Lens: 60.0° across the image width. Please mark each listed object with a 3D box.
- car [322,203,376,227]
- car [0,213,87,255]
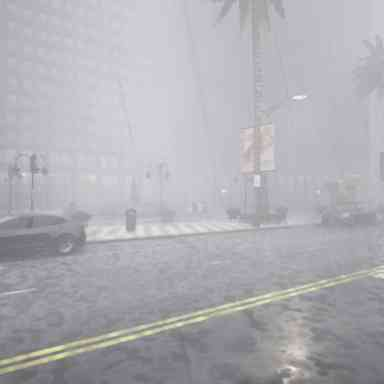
[{"bbox_3d":[11.634,1.573,24.590,4.553,1.767,2.185,1,0,-36],"label":"car"},{"bbox_3d":[-6.266,1.528,11.916,4.786,1.482,2.161,1,0,-36],"label":"car"}]
